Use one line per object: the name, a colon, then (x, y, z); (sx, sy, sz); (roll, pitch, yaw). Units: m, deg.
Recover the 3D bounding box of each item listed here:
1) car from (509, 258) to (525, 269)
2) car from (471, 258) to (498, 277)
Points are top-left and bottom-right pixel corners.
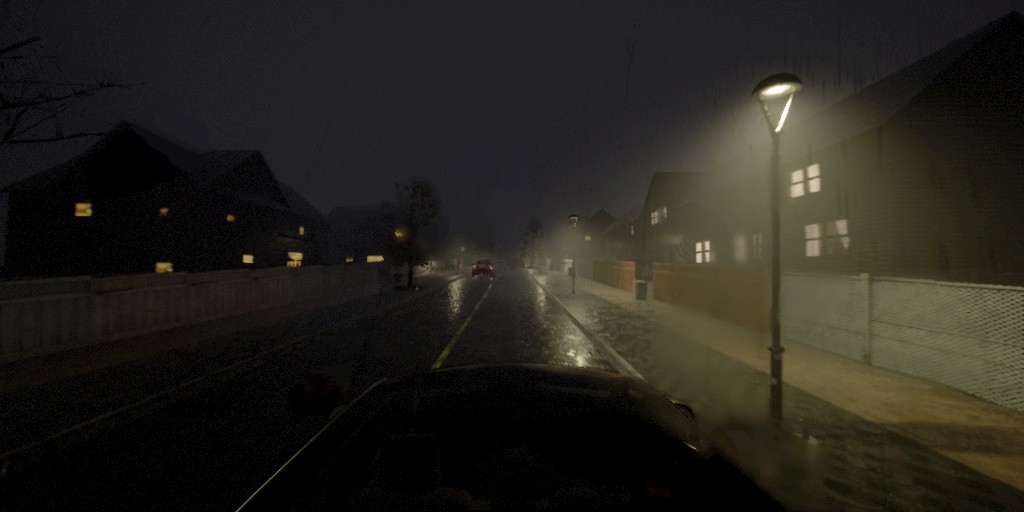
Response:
car: (0.939, 1.101, 56.395); (2.097, 1.767, 4.553); (-3, -1, 0)
car: (-2.830, 1.132, 35.845); (2.097, 1.767, 4.553); (0, 0, 0)
